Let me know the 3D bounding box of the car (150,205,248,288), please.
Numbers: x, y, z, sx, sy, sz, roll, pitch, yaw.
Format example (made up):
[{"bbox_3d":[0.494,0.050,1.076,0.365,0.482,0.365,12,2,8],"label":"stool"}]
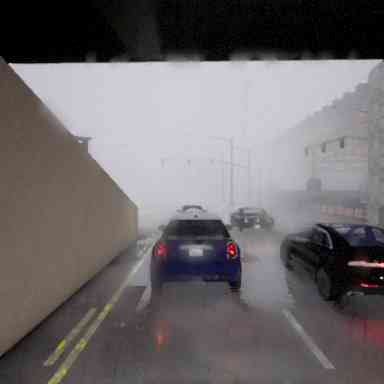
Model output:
[{"bbox_3d":[0.096,1.357,9.430,2.097,1.767,4.553,0,0,0],"label":"car"}]

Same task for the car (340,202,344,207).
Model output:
[{"bbox_3d":[17.542,1.473,35.769,4.974,1.542,2.038,0,0,-45],"label":"car"}]

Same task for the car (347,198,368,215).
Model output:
[{"bbox_3d":[17.467,1.313,31.120,1.853,1.218,4.536,0,0,-35],"label":"car"}]

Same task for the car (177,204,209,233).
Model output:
[{"bbox_3d":[-0.016,1.537,20.936,1.812,1.442,4.674,0,0,-2],"label":"car"}]

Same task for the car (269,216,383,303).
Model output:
[{"bbox_3d":[3.595,1.497,8.217,2.128,1.511,4.902,0,0,0],"label":"car"}]

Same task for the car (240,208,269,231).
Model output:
[{"bbox_3d":[3.523,1.613,20.487,1.895,1.301,4.718,0,0,-2],"label":"car"}]

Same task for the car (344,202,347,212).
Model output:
[{"bbox_3d":[17.437,1.470,31.162,2.038,1.542,4.974,0,0,-35],"label":"car"}]

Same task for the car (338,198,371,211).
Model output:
[{"bbox_3d":[17.578,1.316,35.806,4.536,1.218,1.853,0,0,-45],"label":"car"}]
